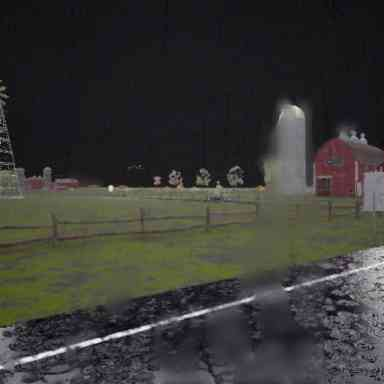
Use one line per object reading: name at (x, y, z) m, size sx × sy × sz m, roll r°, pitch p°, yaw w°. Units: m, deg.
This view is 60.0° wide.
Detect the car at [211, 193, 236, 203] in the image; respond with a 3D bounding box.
car at (5.162, 0.924, 55.185) m, size 1.837 × 1.490 × 4.892 m, roll -1°, pitch 1°, yaw -35°
